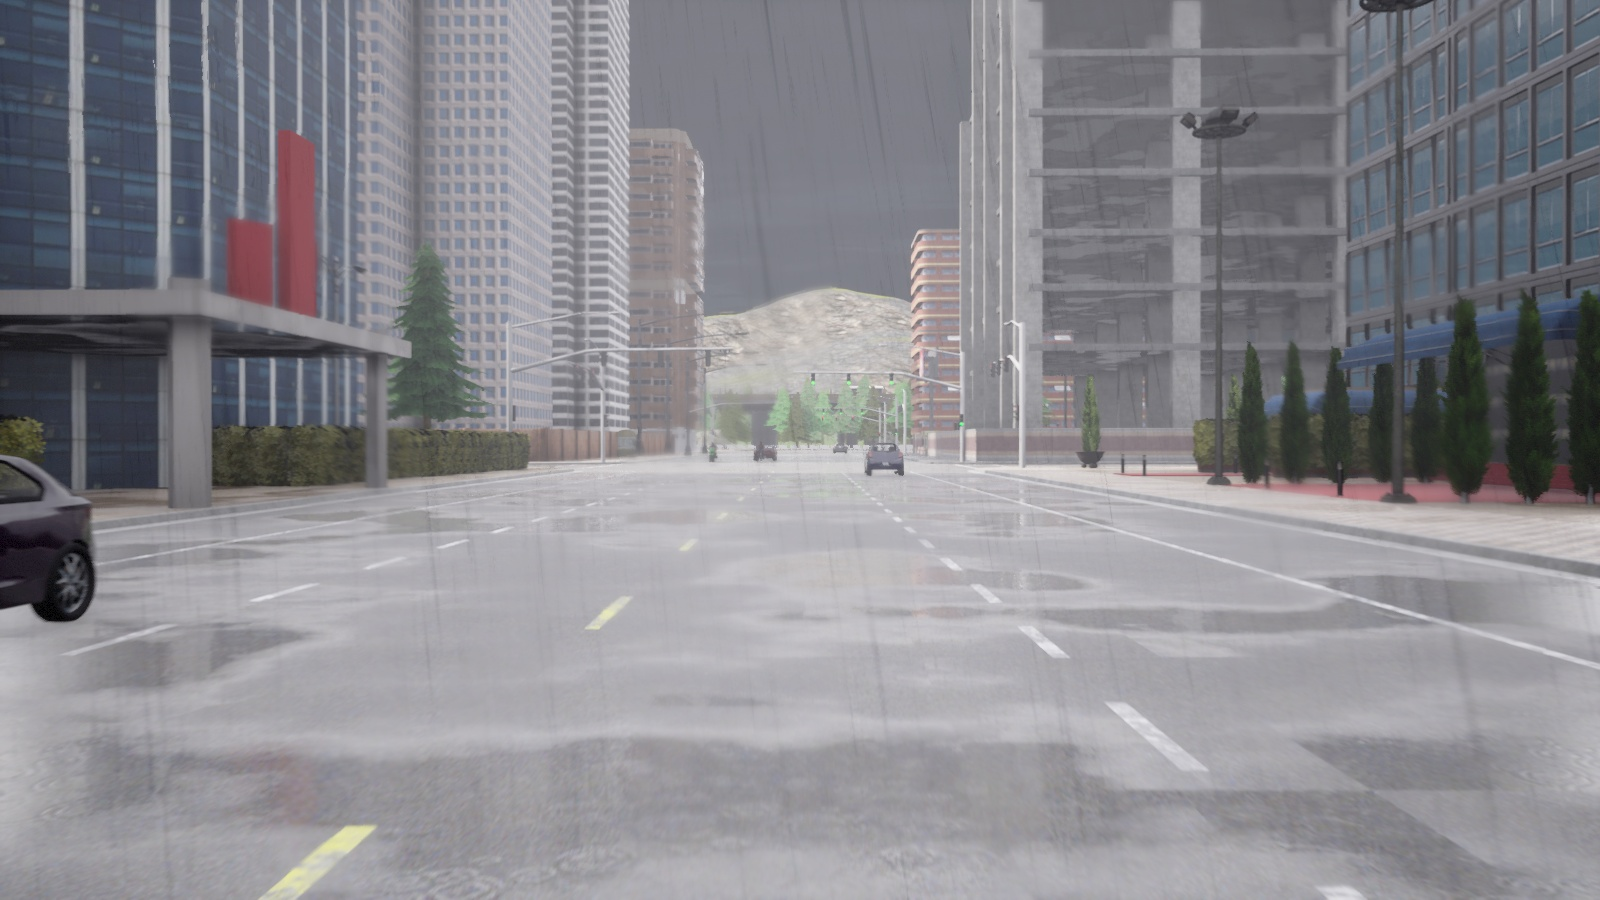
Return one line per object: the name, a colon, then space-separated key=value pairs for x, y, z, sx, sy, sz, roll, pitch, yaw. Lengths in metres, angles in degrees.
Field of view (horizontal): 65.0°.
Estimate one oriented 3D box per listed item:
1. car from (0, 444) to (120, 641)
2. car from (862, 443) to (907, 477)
car: x=-6.933 y=0.703 z=9.009 sx=1.816 sy=1.474 sz=4.193 roll=0 pitch=1 yaw=0
car: x=3.849 y=0.437 z=57.893 sx=1.845 sy=1.501 sz=3.633 roll=0 pitch=0 yaw=0
